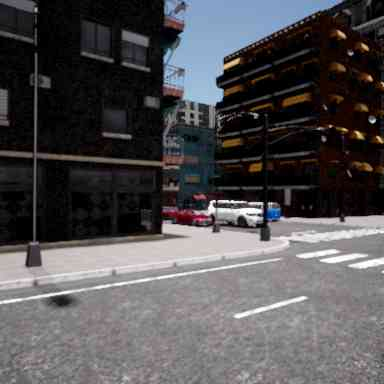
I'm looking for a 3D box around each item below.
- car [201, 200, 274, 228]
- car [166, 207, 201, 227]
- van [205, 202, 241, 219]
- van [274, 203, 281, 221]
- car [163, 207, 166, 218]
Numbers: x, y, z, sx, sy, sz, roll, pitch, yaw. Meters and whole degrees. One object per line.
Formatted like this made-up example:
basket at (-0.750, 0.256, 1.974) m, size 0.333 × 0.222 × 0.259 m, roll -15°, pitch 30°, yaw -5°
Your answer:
car at (3.521, 1.712, 26.800) m, size 2.150 × 2.045 × 5.566 m, roll 1°, pitch -1°, yaw -36°
car at (-0.059, 2.081, 27.336) m, size 1.802 × 1.307 × 4.206 m, roll 0°, pitch -1°, yaw -36°
van at (3.367, 1.991, 36.770) m, size 1.690 × 1.788 × 3.998 m, roll 0°, pitch -1°, yaw -36°
van at (6.683, 1.918, 32.255) m, size 1.690 × 1.788 × 3.998 m, roll 0°, pitch -1°, yaw -36°
car at (-2.305, 2.219, 34.722) m, size 1.895 × 1.301 × 4.718 m, roll 1°, pitch -1°, yaw -36°
